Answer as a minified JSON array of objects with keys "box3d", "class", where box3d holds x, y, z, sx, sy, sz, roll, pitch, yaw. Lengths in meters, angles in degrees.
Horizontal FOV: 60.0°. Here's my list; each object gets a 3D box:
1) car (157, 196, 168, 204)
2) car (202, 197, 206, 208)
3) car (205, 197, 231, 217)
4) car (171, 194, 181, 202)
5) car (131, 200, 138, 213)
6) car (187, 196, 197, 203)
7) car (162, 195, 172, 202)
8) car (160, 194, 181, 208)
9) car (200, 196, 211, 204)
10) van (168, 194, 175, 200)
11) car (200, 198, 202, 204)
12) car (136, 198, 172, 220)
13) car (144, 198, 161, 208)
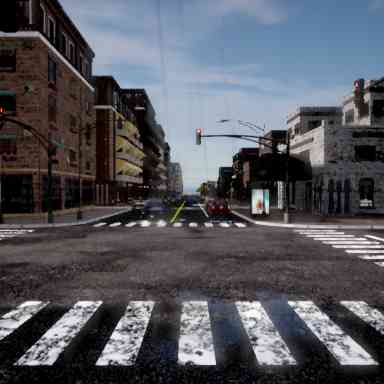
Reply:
[{"box3d":[-5.822,1.565,65.807,1.752,1.417,4.829,0,0,0],"class":"car"},{"box3d":[2.602,1.597,43.219,1.802,1.307,4.206,0,0,0],"class":"car"},{"box3d":[2.623,1.446,31.825,1.967,1.590,4.097,0,0,0],"class":"car"},{"box3d":[-3.124,1.217,64.964,1.812,1.442,4.674,0,0,0],"class":"car"},{"box3d":[-5.767,1.561,37.494,2.008,1.369,4.403,0,0,0],"class":"car"},{"box3d":[-0.045,1.593,70.279,2.033,1.411,5.357,0,0,0],"class":"car"},{"box3d":[-5.846,1.497,77.370,1.967,1.590,4.097,0,0,0],"class":"car"},{"box3d":[-3.186,1.243,48.787,2.150,2.045,5.566,0,0,0],"class":"car"},{"box3d":[2.559,1.591,66.006,2.008,1.369,4.403,-1,0,0],"class":"car"},{"box3d":[-5.879,1.430,94.460,1.690,1.788,3.998,-1,0,0],"class":"van"},{"box3d":[2.591,1.571,48.916,2.008,1.369,4.403,0,0,0],"class":"car"},{"box3d":[-3.153,1.551,28.739,2.033,1.411,5.357,0,0,0],"class":"car"},{"box3d":[-5.789,1.571,48.888,2.008,1.369,4.403,0,0,0],"class":"car"}]
